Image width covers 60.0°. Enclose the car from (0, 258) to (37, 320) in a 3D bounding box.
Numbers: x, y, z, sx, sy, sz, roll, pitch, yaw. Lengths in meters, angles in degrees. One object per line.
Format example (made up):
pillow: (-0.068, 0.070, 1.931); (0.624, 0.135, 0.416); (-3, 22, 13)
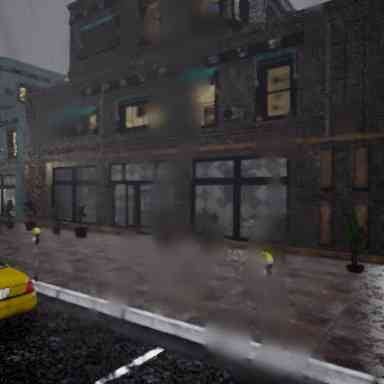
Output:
car: (-4.871, 1.543, 6.338); (4.829, 1.417, 1.752); (0, 1, 36)
